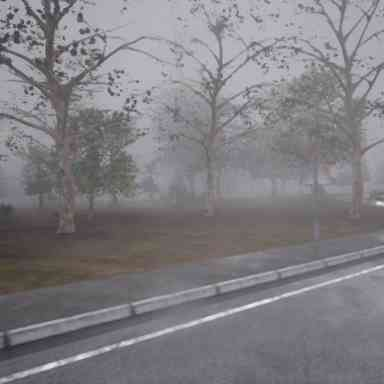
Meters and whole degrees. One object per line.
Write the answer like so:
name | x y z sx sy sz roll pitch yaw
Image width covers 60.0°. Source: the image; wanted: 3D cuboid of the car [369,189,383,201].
car | 24.423 0.341 43.227 2.128 1.511 4.902 -2 1 15
